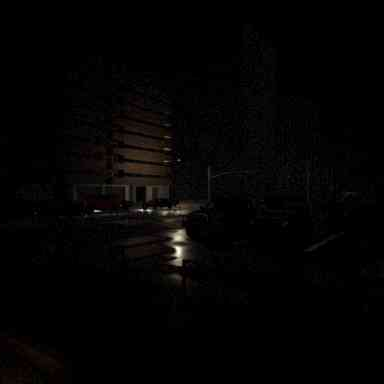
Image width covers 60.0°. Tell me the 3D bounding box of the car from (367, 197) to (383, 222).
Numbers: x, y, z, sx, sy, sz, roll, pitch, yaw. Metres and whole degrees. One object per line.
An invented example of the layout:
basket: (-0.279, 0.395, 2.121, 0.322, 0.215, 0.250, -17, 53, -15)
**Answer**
car: (15.935, 1.395, 27.290, 1.970, 1.475, 3.806, 0, 0, 34)

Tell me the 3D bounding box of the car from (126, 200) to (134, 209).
car: (-9.952, 1.547, 43.102, 2.033, 1.411, 5.357, 0, 0, 34)

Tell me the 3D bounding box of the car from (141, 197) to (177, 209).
car: (-4.497, 1.547, 44.933, 2.033, 1.411, 5.357, 0, 0, 34)

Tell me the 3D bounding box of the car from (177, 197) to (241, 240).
car: (1.542, 1.153, 16.003, 1.932, 1.855, 4.605, 0, 0, 34)

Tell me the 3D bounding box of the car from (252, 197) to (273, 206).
car: (12.090, 1.526, 56.754, 1.812, 1.442, 4.674, 0, 0, 34)

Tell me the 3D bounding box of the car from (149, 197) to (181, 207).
car: (-4.121, 1.547, 51.719, 2.033, 1.411, 5.357, 0, 0, 35)

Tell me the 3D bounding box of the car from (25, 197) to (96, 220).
car: (-11.105, 1.491, 28.505, 2.128, 1.511, 4.902, 0, 0, 34)

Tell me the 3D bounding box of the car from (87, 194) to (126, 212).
car: (-10.305, 1.221, 36.295, 2.150, 2.045, 5.566, 0, 0, 34)

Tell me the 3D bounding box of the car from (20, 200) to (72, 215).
car: (-15.327, 1.601, 35.098, 1.895, 1.301, 4.718, 0, 0, 34)

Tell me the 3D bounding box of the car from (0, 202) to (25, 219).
car: (-15.411, 1.564, 28.694, 1.994, 1.385, 4.181, 0, 0, 34)

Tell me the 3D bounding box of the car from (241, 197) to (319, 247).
car: (3.909, 1.156, 14.336, 1.905, 1.878, 3.866, 0, 0, 34)
